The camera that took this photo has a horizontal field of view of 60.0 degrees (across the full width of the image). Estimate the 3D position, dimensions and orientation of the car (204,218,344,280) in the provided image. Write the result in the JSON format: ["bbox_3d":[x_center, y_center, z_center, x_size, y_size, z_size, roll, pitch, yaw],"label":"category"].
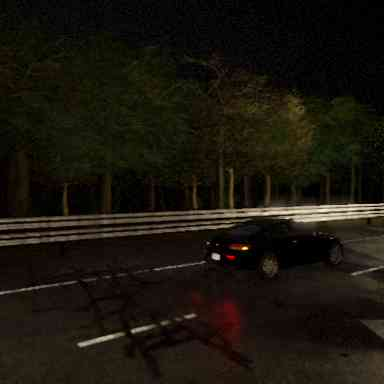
[{"bbox_3d":[2.507,1.499,9.765,4.674,1.442,1.812,1,0,-34],"label":"car"}]
